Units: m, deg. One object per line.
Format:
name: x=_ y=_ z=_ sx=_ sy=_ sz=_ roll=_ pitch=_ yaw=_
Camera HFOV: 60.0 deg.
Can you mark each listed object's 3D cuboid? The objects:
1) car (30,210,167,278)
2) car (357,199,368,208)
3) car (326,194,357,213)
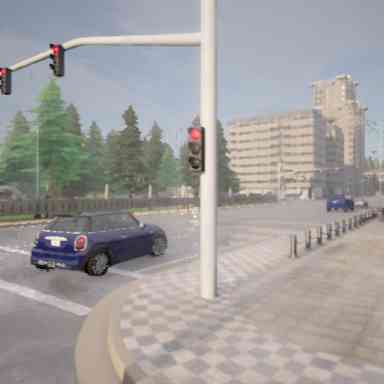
car: x=-2.629 y=1.347 z=10.552 sx=2.097 sy=1.767 sz=4.553 roll=0 pitch=0 yaw=25
car: x=24.217 y=1.596 z=48.253 sx=1.895 sy=1.301 sz=4.718 roll=0 pitch=0 yaw=36
car: x=17.017 y=1.217 z=38.178 sx=2.150 sy=2.045 sz=5.566 roll=0 pitch=0 yaw=35
